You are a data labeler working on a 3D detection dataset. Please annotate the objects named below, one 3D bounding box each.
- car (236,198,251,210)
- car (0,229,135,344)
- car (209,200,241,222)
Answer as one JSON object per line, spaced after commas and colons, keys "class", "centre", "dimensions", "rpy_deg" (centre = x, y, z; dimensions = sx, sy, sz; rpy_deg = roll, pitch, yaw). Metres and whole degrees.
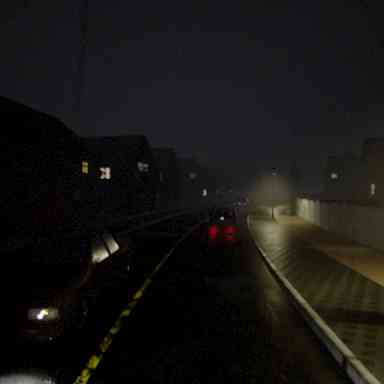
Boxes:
{"class": "car", "centre": [6.405, 1.452, 42.223], "dimensions": [2.033, 1.411, 5.357], "rpy_deg": [0, 0, 16]}
{"class": "car", "centre": [-2.561, 1.530, 7.000], "dimensions": [2.033, 1.411, 5.357], "rpy_deg": [0, 0, 3]}
{"class": "car", "centre": [2.512, 1.554, 25.596], "dimensions": [1.895, 1.301, 4.718], "rpy_deg": [0, 0, 10]}
